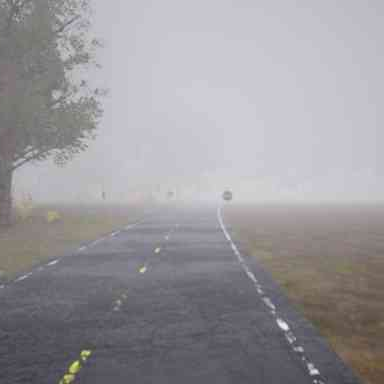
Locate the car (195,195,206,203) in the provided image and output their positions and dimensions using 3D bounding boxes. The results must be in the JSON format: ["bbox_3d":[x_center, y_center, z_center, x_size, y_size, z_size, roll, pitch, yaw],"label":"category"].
[{"bbox_3d":[1.707,1.422,67.445,1.882,1.535,5.008,0,1,8],"label":"car"}]
